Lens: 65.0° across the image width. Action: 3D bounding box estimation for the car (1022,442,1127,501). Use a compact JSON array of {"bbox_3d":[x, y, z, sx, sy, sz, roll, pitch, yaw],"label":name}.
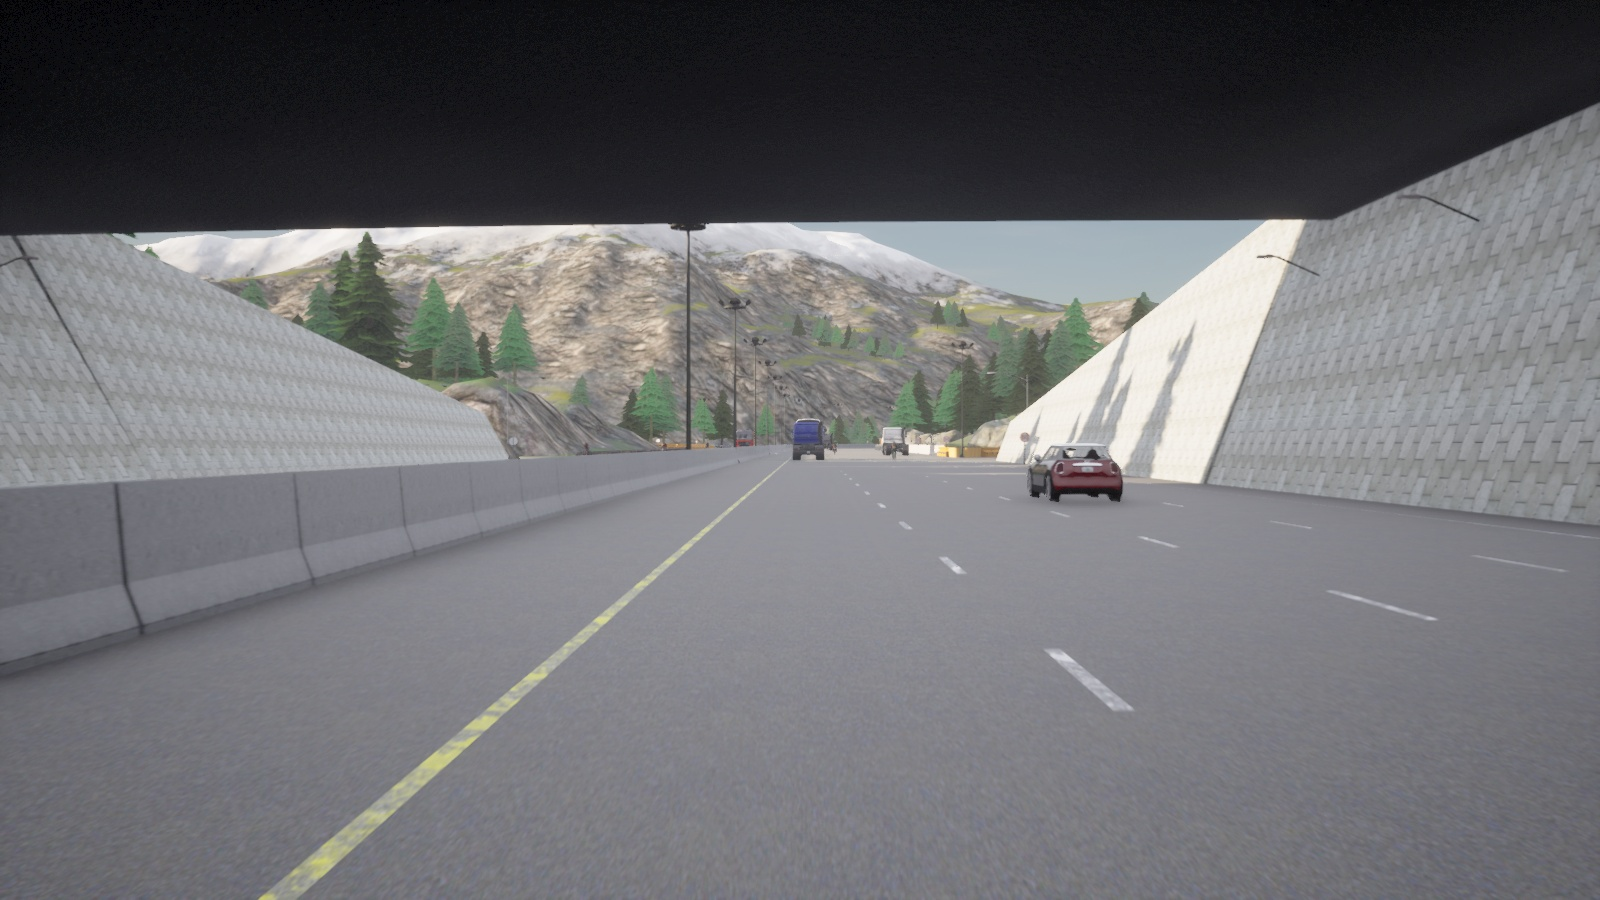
[{"bbox_3d":[7.214,0.529,33.382,1.970,1.475,3.806,0,0,0],"label":"car"}]
